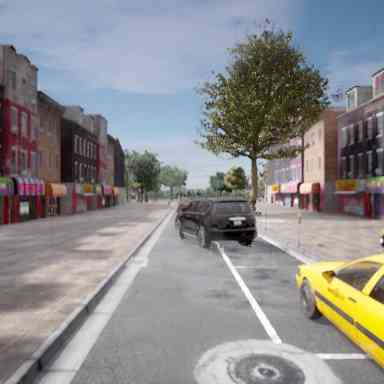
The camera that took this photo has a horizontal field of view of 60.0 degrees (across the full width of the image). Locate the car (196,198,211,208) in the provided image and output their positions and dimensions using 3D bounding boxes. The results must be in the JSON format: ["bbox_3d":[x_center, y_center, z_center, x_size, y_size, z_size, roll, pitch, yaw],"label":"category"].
[{"bbox_3d":[1.717,1.725,51.820,2.008,1.369,4.403,0,0,-1],"label":"car"}]

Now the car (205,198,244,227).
[{"bbox_3d":[2.211,1.390,24.099,2.192,1.841,5.009,0,0,-1],"label":"car"}]

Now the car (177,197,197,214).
[{"bbox_3d":[-0.585,1.470,38.282,2.097,1.767,4.553,0,0,-1],"label":"car"}]

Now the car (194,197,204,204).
[{"bbox_3d":[1.419,1.778,68.624,1.752,1.417,4.829,0,0,-1],"label":"car"}]

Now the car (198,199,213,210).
[{"bbox_3d":[1.813,1.675,46.447,1.752,1.417,4.829,0,0,-1],"label":"car"}]

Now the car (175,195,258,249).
[{"bbox_3d":[0.896,1.270,15.185,2.150,2.045,5.566,-1,0,-18],"label":"car"}]

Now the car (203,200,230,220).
[{"bbox_3d":[2.113,1.532,29.643,1.967,1.590,4.097,0,0,-1],"label":"car"}]

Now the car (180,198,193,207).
[{"bbox_3d":[-0.883,1.754,55.124,1.994,1.385,4.181,0,0,-1],"label":"car"}]

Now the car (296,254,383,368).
[{"bbox_3d":[2.949,1.470,4.393,1.801,1.575,5.366,0,0,-1],"label":"car"}]

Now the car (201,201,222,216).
[{"bbox_3d":[2.014,1.654,35.188,1.887,1.381,4.507,0,0,-1],"label":"car"}]

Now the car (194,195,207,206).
[{"bbox_3d":[1.520,1.541,62.911,2.192,1.841,5.009,0,0,-1],"label":"car"}]
